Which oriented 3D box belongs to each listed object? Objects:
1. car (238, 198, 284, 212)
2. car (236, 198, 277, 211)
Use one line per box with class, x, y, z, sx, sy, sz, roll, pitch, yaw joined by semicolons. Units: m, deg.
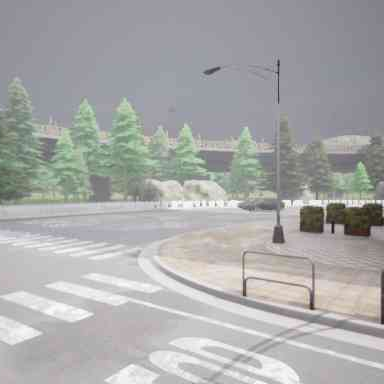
car;7.931;1.443;36.952;4.892;1.490;1.837;0;-1;-23
car;7.836;1.462;40.678;4.674;1.442;1.812;0;0;-21
